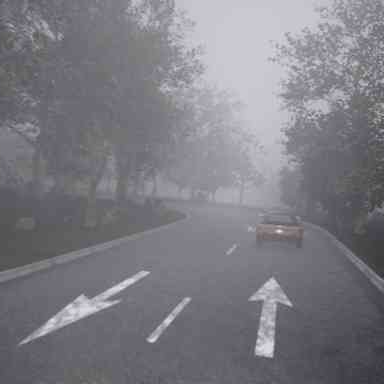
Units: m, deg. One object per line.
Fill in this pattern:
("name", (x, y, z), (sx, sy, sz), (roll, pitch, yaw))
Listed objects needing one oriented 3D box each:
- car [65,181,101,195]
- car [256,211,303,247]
("car", (-13.595, -0.627, 40.887), (4.553, 1.767, 2.097), (6, 0, 17))
("car", (4.127, 1.598, 15.758), (1.994, 1.385, 4.181), (3, 1, 14))
